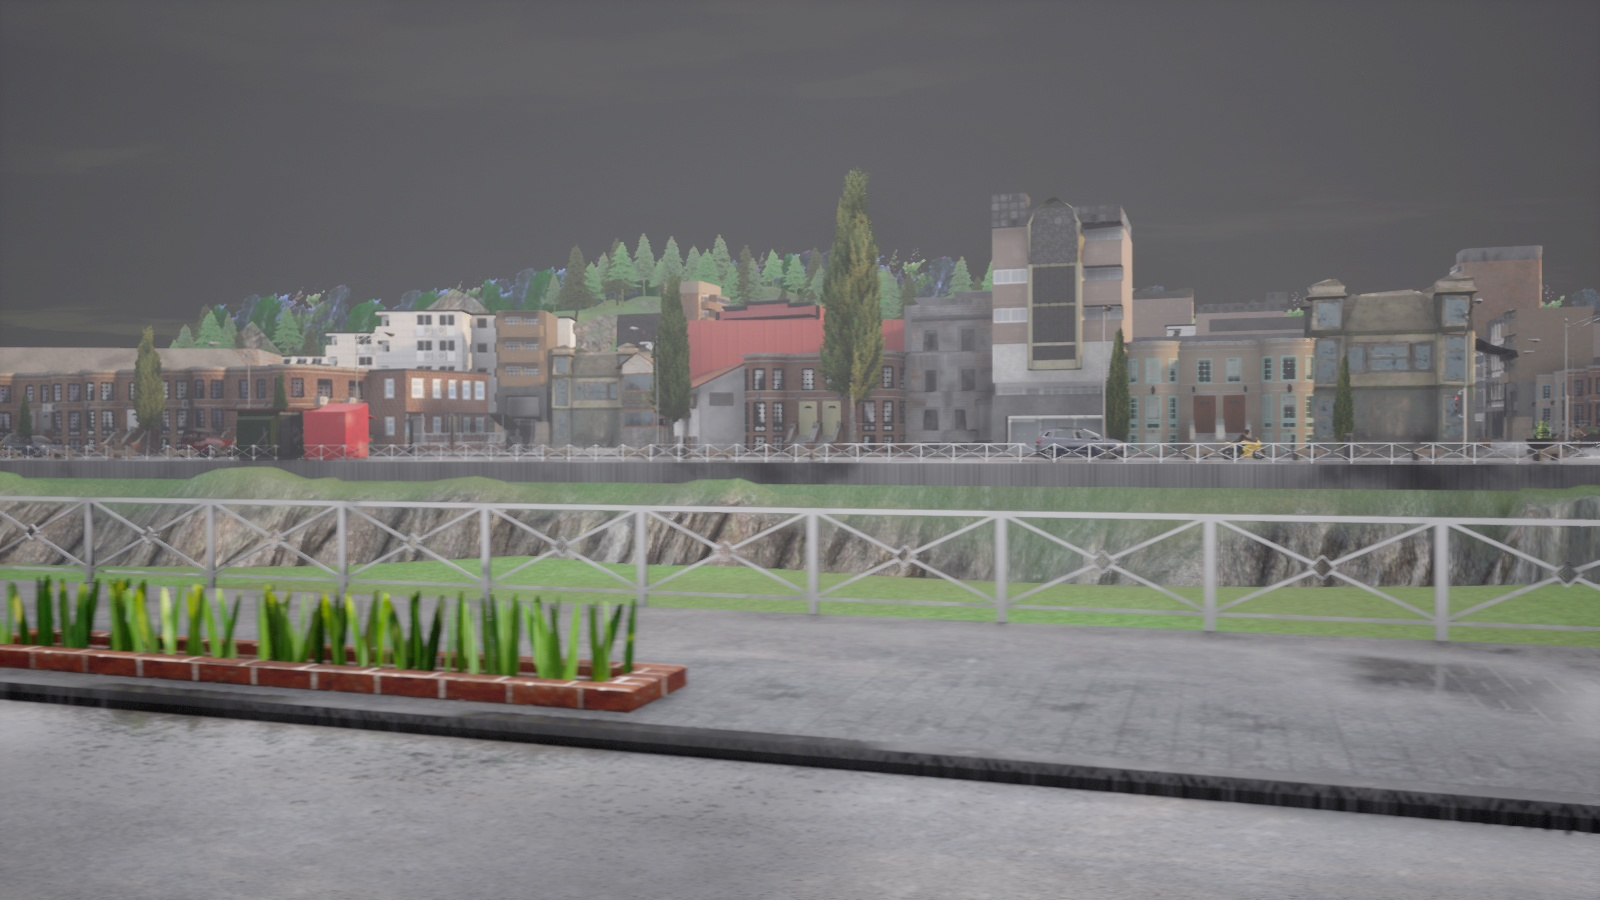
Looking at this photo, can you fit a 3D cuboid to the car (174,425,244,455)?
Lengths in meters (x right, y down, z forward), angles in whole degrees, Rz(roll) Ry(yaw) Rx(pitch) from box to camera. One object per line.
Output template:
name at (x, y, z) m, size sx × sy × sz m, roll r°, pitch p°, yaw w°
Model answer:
car at (-38.480, -0.657, 81.760) m, size 3.866 × 1.878 × 1.905 m, roll 0°, pitch 1°, yaw 19°

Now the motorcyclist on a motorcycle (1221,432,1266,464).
motorcyclist on a motorcycle at (21.713, -0.096, 61.531) m, size 2.044 × 1.523 × 0.797 m, roll 0°, pitch 1°, yaw 19°

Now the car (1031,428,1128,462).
car at (14.277, -0.280, 64.030) m, size 4.611 × 1.667 × 2.242 m, roll 0°, pitch 1°, yaw 19°
